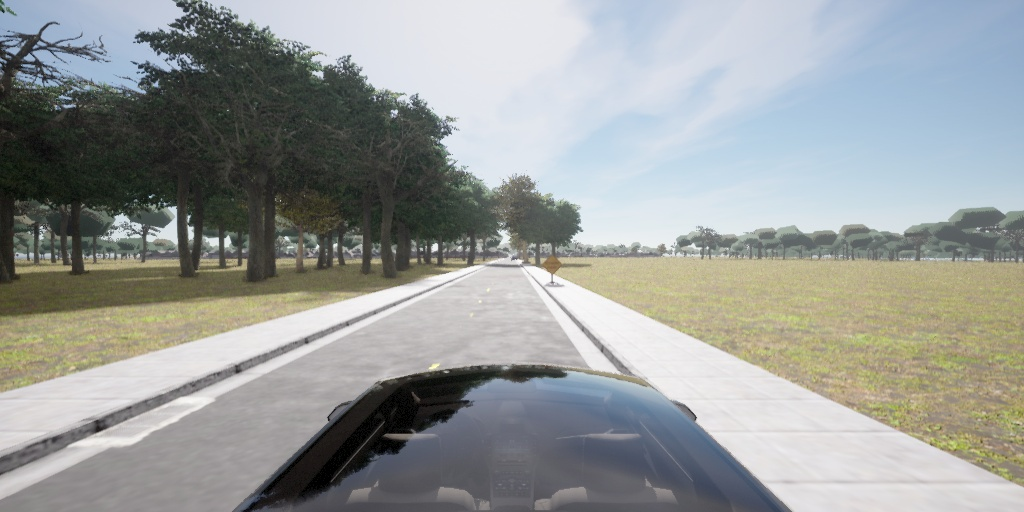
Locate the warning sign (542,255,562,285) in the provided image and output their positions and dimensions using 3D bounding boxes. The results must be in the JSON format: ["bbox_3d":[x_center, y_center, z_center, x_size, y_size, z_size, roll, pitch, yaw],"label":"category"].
[{"bbox_3d":[2.518,0.840,22.485,1.300,1.860,1.060,0,0,0],"label":"warning sign"}]
